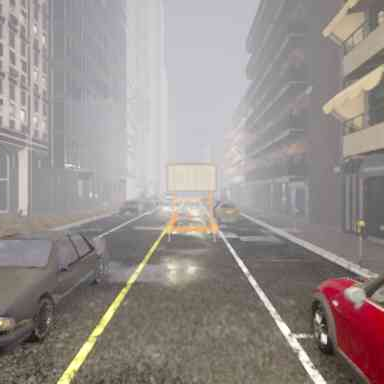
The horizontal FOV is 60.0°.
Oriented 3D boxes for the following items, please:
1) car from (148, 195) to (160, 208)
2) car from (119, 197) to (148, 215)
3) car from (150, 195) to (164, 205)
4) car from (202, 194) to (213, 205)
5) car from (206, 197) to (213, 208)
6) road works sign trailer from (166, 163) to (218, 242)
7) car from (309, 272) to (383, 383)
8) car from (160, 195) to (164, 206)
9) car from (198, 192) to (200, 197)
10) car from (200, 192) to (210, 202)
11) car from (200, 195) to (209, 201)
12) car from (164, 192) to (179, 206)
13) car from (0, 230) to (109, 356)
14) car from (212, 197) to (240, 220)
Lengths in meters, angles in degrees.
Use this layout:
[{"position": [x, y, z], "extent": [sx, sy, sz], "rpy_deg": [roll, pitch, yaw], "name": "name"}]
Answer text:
[{"position": [-5.696, 1.356, 42.885], "extent": [2.008, 1.369, 4.403], "rpy_deg": [0, 0, 0], "name": "car"}, {"position": [-5.695, 1.420, 31.589], "extent": [1.947, 1.339, 4.313], "rpy_deg": [0, 0, 0], "name": "car"}, {"position": [-5.698, 1.286, 54.012], "extent": [1.752, 1.417, 4.829], "rpy_deg": [0, 0, 0], "name": "car"}, {"position": [2.685, 1.357, 42.887], "extent": [2.008, 1.369, 4.403], "rpy_deg": [0, 0, 0], "name": "car"}, {"position": [2.687, 1.420, 31.590], "extent": [1.947, 1.339, 4.313], "rpy_deg": [0, 0, 0], "name": "car"}, {"position": [-0.003, 0.389, 15.998], "extent": [2.380, 3.560, 2.880], "rpy_deg": [0, 0, 0], "name": "road works sign trailer"}, {"position": [2.690, 1.424, 3.347], "extent": [1.967, 1.590, 4.097], "rpy_deg": [0, 0, 0], "name": "car"}, {"position": [-5.697, 1.223, 48.534], "extent": [1.967, 1.590, 4.097], "rpy_deg": [0, 0, 0], "name": "car"}, {"position": [2.682, 1.030, 65.480], "extent": [2.192, 1.841, 5.009], "rpy_deg": [0, 0, 0], "name": "car"}, {"position": [2.683, 1.200, 54.183], "extent": [1.967, 1.590, 4.097], "rpy_deg": [0, 0, 0], "name": "car"}, {"position": [2.680, 1.275, 71.130], "extent": [1.802, 1.307, 4.206], "rpy_deg": [0, 0, 0], "name": "car"}, {"position": [-3.070, 1.001, 49.993], "extent": [2.150, 2.045, 5.566], "rpy_deg": [0, 0, 0], "name": "car"}, {"position": [-3.099, 1.516, 6.623], "extent": [2.033, 1.411, 5.357], "rpy_deg": [0, 0, 0], "name": "car"}, {"position": [2.687, 1.404, 26.111], "extent": [1.752, 1.417, 4.829], "rpy_deg": [0, 0, 0], "name": "car"}]
